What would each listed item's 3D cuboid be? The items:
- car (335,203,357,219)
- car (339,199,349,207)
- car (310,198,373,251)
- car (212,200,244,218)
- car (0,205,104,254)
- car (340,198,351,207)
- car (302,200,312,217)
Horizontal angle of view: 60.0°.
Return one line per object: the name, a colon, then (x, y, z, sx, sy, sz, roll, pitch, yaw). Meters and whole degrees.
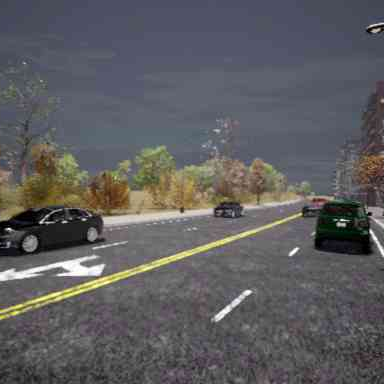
car: (17.686, 2.080, 38.159, 2.128, 1.511, 4.902, 2, 0, 25)
car: (38.487, 2.686, 84.304, 2.097, 1.767, 4.553, 2, 0, 22)
car: (7.265, 1.463, 15.906, 2.150, 2.045, 5.566, 2, 0, 27)
car: (3.475, 1.572, 31.035, 1.837, 1.490, 4.892, 2, 0, 25)
car: (-5.424, 1.277, 12.586, 1.837, 1.490, 4.892, 2, 1, 26)
car: (36.249, 2.476, 78.770, 2.150, 2.045, 5.566, 2, 0, 22)
car: (13.023, 1.909, 35.828, 2.128, 1.511, 4.902, 2, 0, 25)
